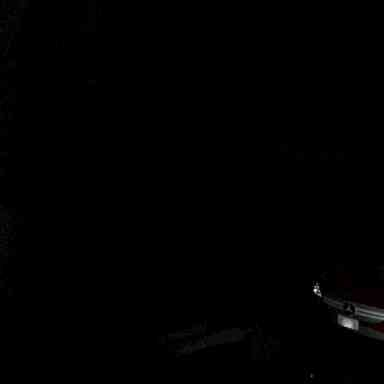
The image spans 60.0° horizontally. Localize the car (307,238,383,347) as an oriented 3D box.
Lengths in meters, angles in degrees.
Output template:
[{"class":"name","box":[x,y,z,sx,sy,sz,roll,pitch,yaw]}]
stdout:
[{"class":"car","box":[4.043,1.525,5.897,4.674,1.442,1.812,0,0,-35]}]
